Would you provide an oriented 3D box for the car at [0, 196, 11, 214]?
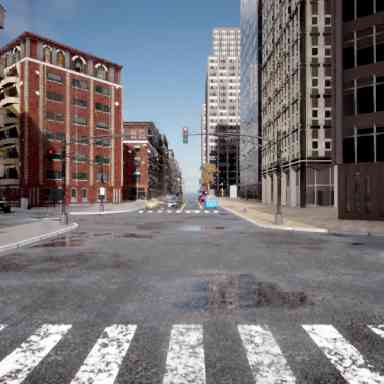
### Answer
[{"bbox_3d":[-22.568,1.426,37.648,5.566,2.045,2.150,-1,-1,41],"label":"car"}]

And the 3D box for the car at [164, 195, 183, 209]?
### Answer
[{"bbox_3d":[-2.802,1.537,45.948,2.128,1.511,4.902,0,0,2],"label":"car"}]

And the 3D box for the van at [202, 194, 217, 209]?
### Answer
[{"bbox_3d":[2.580,1.386,45.757,1.690,1.788,3.998,0,0,0],"label":"van"}]

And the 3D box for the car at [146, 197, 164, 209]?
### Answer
[{"bbox_3d":[-5.301,1.570,45.589,1.752,1.417,4.829,0,0,0],"label":"car"}]

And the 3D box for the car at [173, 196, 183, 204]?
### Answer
[{"bbox_3d":[-2.759,1.621,66.402,1.812,1.442,4.674,0,0,1],"label":"car"}]

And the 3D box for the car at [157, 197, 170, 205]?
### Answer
[{"bbox_3d":[-5.298,1.650,62.416,1.947,1.339,4.313,0,0,0],"label":"car"}]

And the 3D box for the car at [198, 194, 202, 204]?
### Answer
[{"bbox_3d":[2.583,1.645,67.966,1.887,1.381,4.507,0,0,0],"label":"car"}]

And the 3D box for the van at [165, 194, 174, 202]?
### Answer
[{"bbox_3d":[-5.294,1.474,79.072,1.690,1.788,3.998,0,0,0],"label":"van"}]

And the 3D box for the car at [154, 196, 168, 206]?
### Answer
[{"bbox_3d":[-5.299,1.510,56.864,1.967,1.590,4.097,0,0,0],"label":"car"}]
